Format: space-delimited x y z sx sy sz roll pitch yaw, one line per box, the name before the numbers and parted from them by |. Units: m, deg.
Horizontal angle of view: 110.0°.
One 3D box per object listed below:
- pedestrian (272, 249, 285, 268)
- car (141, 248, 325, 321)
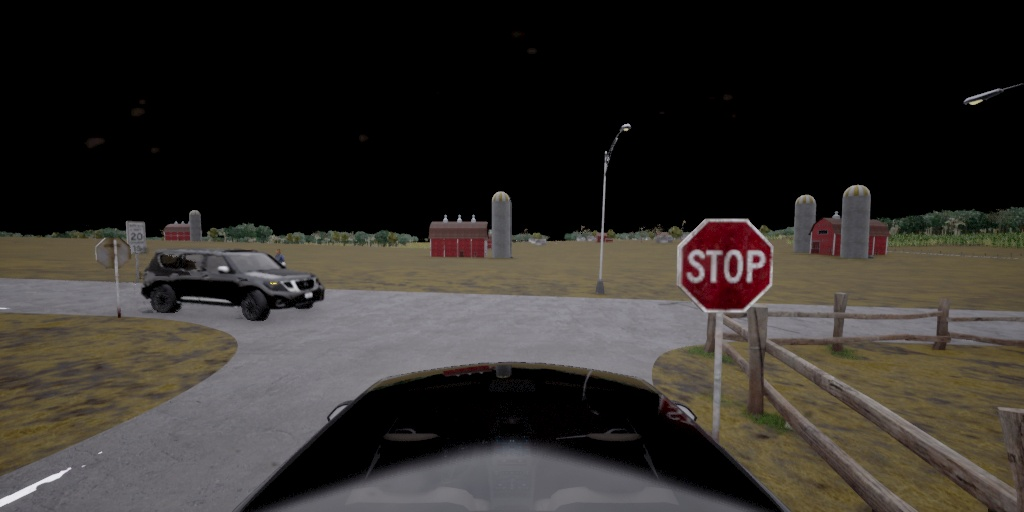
pedestrian | -11.996 0.536 18.370 0.375 1.860 0.375 0 1 0
car | -9.149 0.805 11.863 5.566 2.045 2.150 2 2 10
